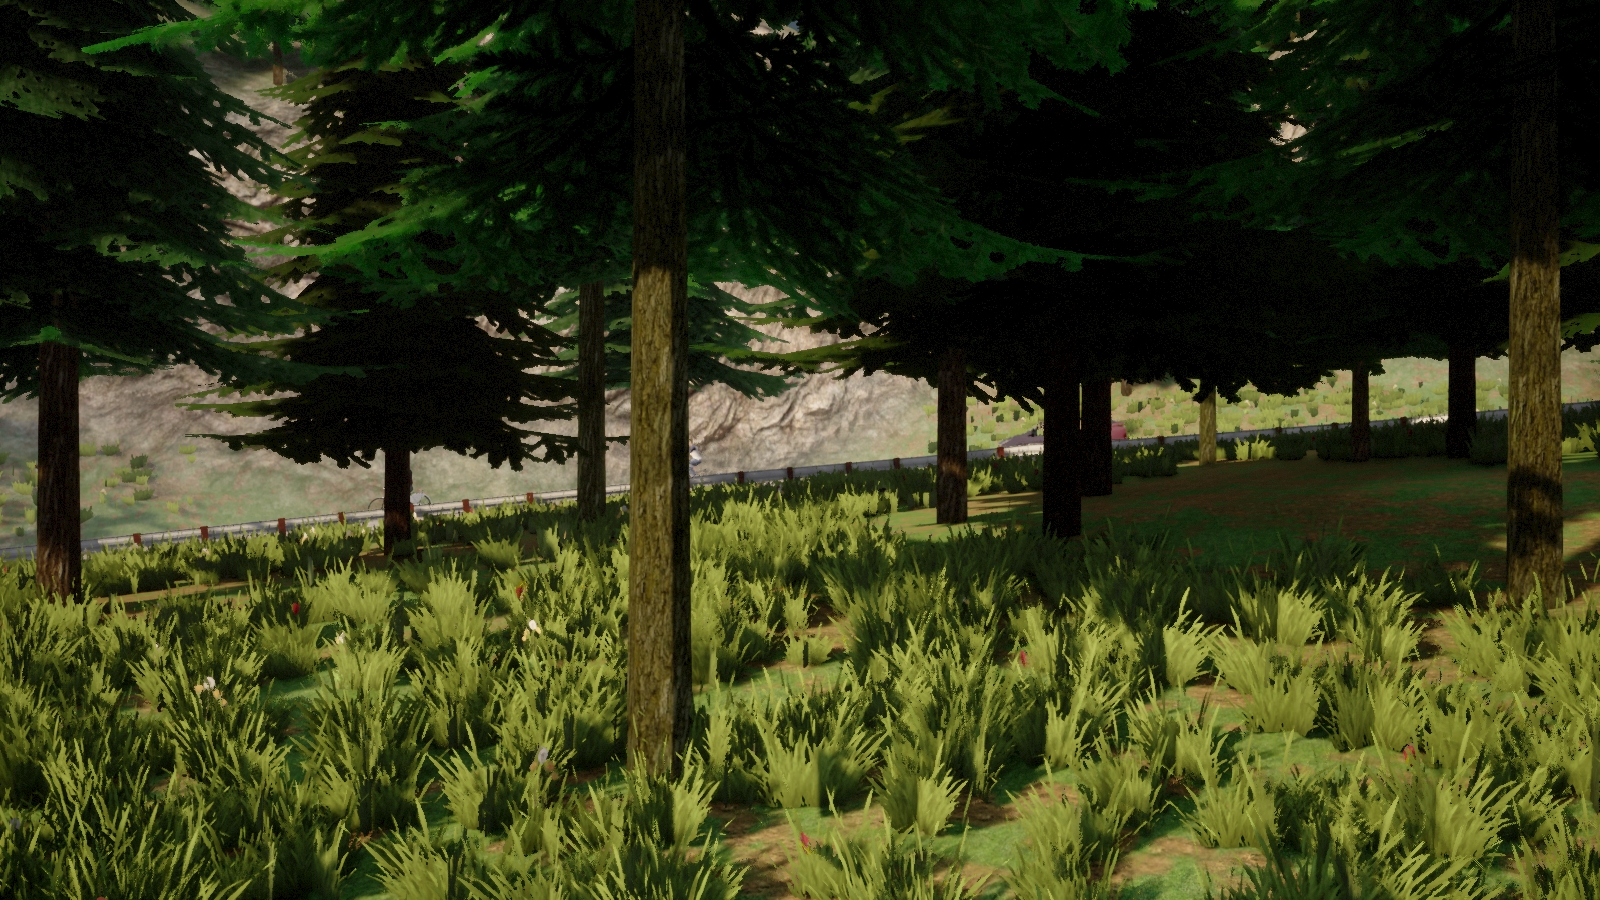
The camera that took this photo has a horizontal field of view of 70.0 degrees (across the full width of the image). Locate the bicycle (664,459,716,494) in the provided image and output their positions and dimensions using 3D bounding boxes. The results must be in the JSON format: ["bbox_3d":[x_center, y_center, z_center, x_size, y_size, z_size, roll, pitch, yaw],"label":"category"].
[{"bbox_3d":[-3.722,0.884,38.540,1.643,1.024,0.373,-5,2,-13],"label":"bicycle"}]

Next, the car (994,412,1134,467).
[{"bbox_3d":[9.133,-0.341,39.671,4.514,1.525,2.007,-5,-1,12],"label":"car"}]

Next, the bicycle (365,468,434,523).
[{"bbox_3d":[-12.075,1.355,34.490,1.835,1.471,0.329,-5,2,-29],"label":"bicycle"}]
